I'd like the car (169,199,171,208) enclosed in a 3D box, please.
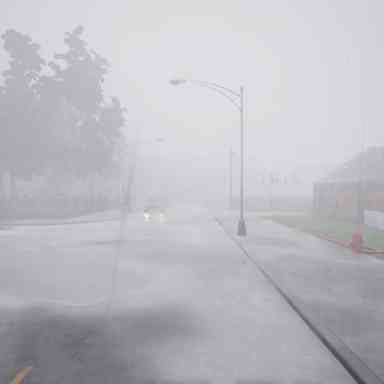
[{"bbox_3d":[-4.175,1.352,48.151,2.097,1.767,4.553,0,0,0],"label":"car"}]

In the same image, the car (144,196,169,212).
[{"bbox_3d":[-4.175,1.352,37.899,2.097,1.767,4.553,0,0,0],"label":"car"}]
